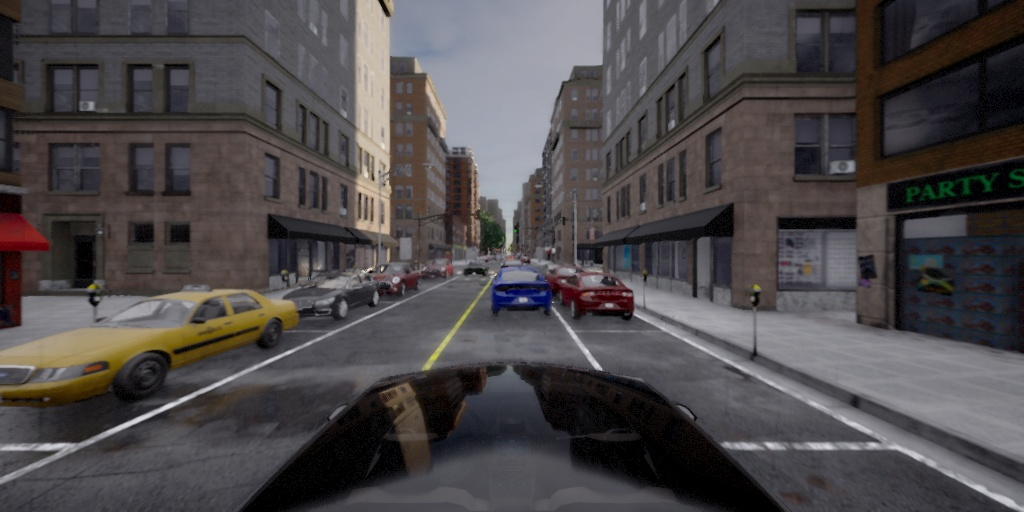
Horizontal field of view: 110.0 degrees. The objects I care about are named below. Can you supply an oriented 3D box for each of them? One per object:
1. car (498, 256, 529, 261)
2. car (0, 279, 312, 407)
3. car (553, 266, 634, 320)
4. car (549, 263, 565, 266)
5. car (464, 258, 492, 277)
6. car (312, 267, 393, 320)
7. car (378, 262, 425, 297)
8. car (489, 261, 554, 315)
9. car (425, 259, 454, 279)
[{"bbox_3d":[0.096,0.988,28.839,1.882,1.535,5.008,0,0,0],"label":"car"},{"bbox_3d":[-5.858,1.231,6.416,1.751,1.417,4.829,0,0,0],"label":"car"},{"bbox_3d":[2.670,1.201,12.087,1.888,1.381,4.507,0,0,0],"label":"car"},{"bbox_3d":[2.669,1.153,17.578,1.888,1.381,4.507,0,0,0],"label":"car"},{"bbox_3d":[-3.018,1.092,31.071,1.895,1.301,4.718,0,0,0],"label":"car"},{"bbox_3d":[-5.857,1.206,12.078,2.007,1.370,4.403,0,0,0],"label":"car"},{"bbox_3d":[-5.858,1.047,17.570,1.967,1.591,4.097,0,0,0],"label":"car"},{"bbox_3d":[0.227,1.125,13.063,1.882,1.535,5.008,0,1,-3],"label":"car"},{"bbox_3d":[-5.858,0.952,28.556,1.967,1.591,4.097,0,0,0],"label":"car"}]
